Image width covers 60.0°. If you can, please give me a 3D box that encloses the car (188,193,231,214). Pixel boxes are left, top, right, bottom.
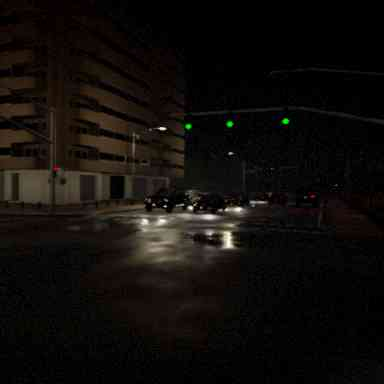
[{"bbox_3d":[1.623,0.976,28.689,1.837,1.490,4.892,1,1,22],"label":"car"}]

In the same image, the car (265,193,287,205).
[{"bbox_3d":[10.941,0.819,42.134,1.882,1.535,5.008,1,1,22],"label":"car"}]

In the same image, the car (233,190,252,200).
[{"bbox_3d":[8.357,0.518,54.945,1.882,1.535,5.008,1,1,22],"label":"car"}]

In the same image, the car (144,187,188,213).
[{"bbox_3d":[-2.010,0.630,29.023,2.150,2.045,5.566,1,1,22],"label":"car"}]

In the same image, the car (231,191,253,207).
[{"bbox_3d":[5.036,0.702,37.238,2.097,1.767,4.553,1,1,22],"label":"car"}]

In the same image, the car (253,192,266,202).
[{"bbox_3d":[10.601,0.701,51.123,2.033,1.411,5.357,1,1,22],"label":"car"}]

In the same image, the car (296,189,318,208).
[{"bbox_3d":[13.343,0.670,38.689,2.150,2.045,5.566,1,1,22],"label":"car"}]

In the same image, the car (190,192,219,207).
[{"bbox_3d":[1.512,0.809,37.871,1.812,1.442,4.674,1,2,22],"label":"car"}]
